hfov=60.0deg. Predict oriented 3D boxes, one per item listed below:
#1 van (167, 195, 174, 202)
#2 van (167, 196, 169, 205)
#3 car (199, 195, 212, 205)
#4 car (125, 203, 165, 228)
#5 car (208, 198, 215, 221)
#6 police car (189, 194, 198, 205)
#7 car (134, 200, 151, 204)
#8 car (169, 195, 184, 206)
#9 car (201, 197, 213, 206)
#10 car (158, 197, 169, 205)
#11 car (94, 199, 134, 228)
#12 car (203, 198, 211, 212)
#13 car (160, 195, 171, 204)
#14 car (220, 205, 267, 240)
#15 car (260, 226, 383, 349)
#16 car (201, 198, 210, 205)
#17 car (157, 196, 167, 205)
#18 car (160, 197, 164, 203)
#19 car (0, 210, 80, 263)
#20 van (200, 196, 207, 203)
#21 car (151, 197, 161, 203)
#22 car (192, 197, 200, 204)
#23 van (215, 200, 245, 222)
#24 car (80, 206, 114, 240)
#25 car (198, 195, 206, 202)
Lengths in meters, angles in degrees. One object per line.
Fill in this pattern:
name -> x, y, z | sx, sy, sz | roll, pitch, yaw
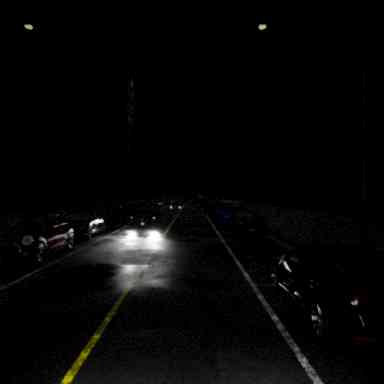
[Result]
van -> -5.830, 1.822, 90.429 | 1.690, 1.788, 3.998 | 0, 0, 0
van -> -5.809, 1.663, 62.382 | 1.690, 1.788, 3.998 | 0, 0, 0
car -> 2.720, 1.606, 56.792 | 2.192, 1.841, 5.009 | 0, 0, 0
car -> -3.118, 1.714, 23.247 | 1.895, 1.301, 4.718 | 0, 0, 0
car -> 2.742, 1.581, 28.746 | 1.967, 1.590, 4.097 | 0, 0, 0
police car -> 0.848, 1.783, 68.680 | 1.930, 1.638, 5.238 | 0, 0, 0
car -> -5.788, 1.735, 34.334 | 1.947, 1.339, 4.313 | 0, 0, 0
car -> -3.070, 1.807, 63.831 | 1.882, 1.535, 5.008 | 0, 0, 0
car -> 2.724, 1.842, 51.182 | 1.802, 1.307, 4.206 | 0, 0, 0
car -> -5.813, 1.793, 67.991 | 1.967, 1.590, 4.097 | 0, 0, 0
car -> -5.779, 1.427, 23.117 | 2.192, 1.841, 5.009 | 0, 0, 0
car -> 2.733, 1.765, 39.963 | 1.947, 1.339, 4.313 | 0, 0, 0
car -> -5.817, 1.700, 73.601 | 2.192, 1.841, 5.009 | 0, 0, 0
car -> 2.750, 1.630, 17.528 | 1.887, 1.381, 4.507 | 0, 0, 0
car -> 2.758, 1.597, 6.310 | 1.947, 1.339, 4.313 | 0, 0, 0
car -> 2.712, 1.880, 68.179 | 1.752, 1.417, 4.829 | 0, 0, 0
car -> -5.805, 1.814, 56.602 | 1.752, 1.417, 4.829 | 0, 0, 0
car -> -5.801, 1.841, 51.162 | 1.802, 1.307, 4.206 | 0, 0, 0
car -> -5.771, 1.497, 11.897 | 1.967, 1.590, 4.097 | 0, 0, 0
van -> 2.704, 1.759, 79.228 | 1.690, 1.788, 3.998 | 0, 0, 0
car -> -5.796, 1.779, 45.553 | 2.008, 1.369, 4.403 | 0, 0, 0
car -> 0.841, 1.940, 78.569 | 1.812, 1.442, 4.674 | 0, 0, 0
van -> 2.746, 1.454, 23.138 | 1.690, 1.788, 3.998 | 0, 0, 0
car -> -5.775, 1.635, 17.506 | 2.008, 1.369, 4.403 | 0, 0, 0
car -> 2.695, 1.797, 90.446 | 2.192, 1.841, 5.009 | 0, 0, 0
